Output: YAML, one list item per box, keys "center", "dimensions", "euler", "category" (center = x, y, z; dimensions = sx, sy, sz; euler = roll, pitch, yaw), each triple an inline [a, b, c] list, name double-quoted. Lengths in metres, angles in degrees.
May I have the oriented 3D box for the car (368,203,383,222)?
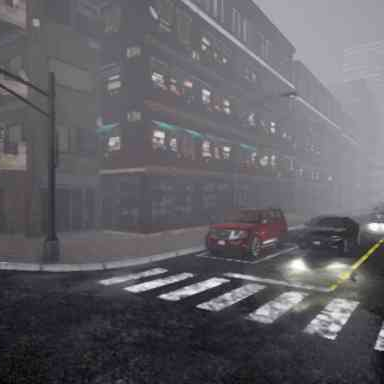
- center: [19.142, 2.227, 33.510]
  dimensions: [2.128, 1.511, 4.902]
  euler: [0, -1, 35]
  category: "car"

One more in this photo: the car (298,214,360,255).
- center: [6.412, 1.807, 15.326]
  dimensions: [1.882, 1.535, 5.008]
  euler: [0, -1, 35]
  category: "car"

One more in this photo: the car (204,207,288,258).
- center: [2.522, 1.596, 14.311]
  dimensions: [2.192, 1.841, 5.009]
  euler: [-1, -2, 35]
  category: "car"

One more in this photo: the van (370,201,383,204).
- center: [28.563, 2.457, 51.585]
  dimensions: [1.690, 1.788, 3.998]
  euler: [-1, -2, 35]
  category: "van"

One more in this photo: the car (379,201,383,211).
- center: [38.328, 2.748, 65.564]
  dimensions: [2.192, 1.841, 5.009]
  euler: [-1, -2, 35]
  category: "car"
